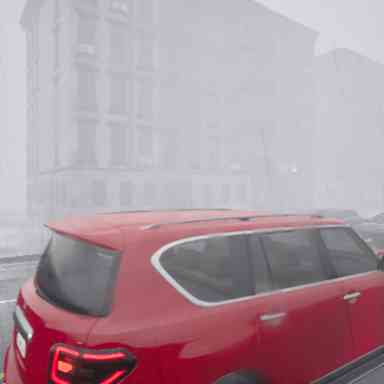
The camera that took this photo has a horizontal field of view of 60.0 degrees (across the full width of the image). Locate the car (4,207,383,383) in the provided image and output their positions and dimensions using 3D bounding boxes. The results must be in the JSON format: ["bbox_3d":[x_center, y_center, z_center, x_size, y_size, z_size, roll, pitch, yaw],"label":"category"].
[{"bbox_3d":[0.895,1.232,4.077,5.566,2.045,2.150,0,0,-36],"label":"car"}]

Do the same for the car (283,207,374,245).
[{"bbox_3d":[6.906,1.558,16.597,4.892,1.490,1.837,0,0,-35],"label":"car"}]
